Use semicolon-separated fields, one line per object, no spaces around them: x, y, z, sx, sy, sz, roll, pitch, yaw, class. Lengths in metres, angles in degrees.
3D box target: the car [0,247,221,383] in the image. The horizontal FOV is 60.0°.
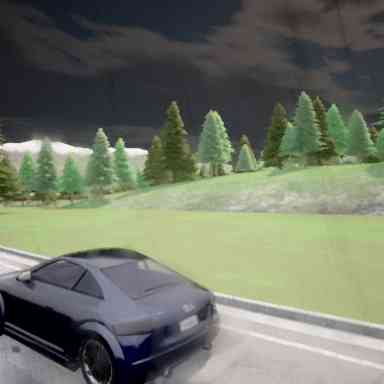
-1.626;1.619;5.331;4.181;1.385;1.994;-1;-1;37;car
